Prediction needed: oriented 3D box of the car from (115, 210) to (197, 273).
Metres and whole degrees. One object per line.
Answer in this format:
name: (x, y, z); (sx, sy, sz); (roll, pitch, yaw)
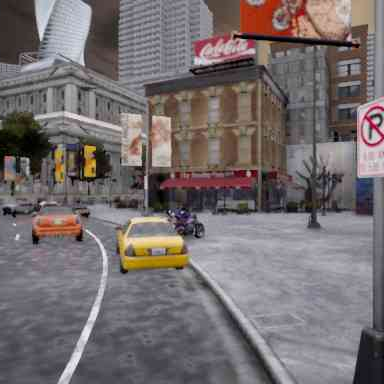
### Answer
car: (-1.478, 1.456, 10.764); (1.801, 1.575, 5.366); (0, 0, -15)

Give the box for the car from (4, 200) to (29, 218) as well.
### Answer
car: (-15.876, 1.478, 30.422); (2.128, 1.511, 4.902); (0, 0, -42)

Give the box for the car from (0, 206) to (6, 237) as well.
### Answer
car: (-9.967, 1.555, 15.155); (1.994, 1.385, 4.181); (0, 0, -24)

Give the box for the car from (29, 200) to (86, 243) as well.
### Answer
car: (-6.677, 1.344, 16.389); (2.097, 1.767, 4.553); (0, 0, -24)

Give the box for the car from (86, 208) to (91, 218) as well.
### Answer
car: (-10.377, 1.586, 28.766); (1.895, 1.301, 4.718); (0, 0, -34)
